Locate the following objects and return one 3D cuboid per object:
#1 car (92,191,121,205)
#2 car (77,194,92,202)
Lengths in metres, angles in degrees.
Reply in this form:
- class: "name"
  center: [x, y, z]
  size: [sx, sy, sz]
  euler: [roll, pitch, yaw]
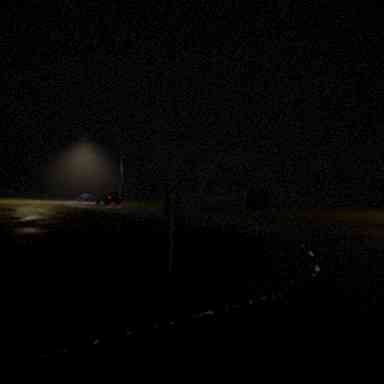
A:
- class: "car"
  center: [-12.723, 0.915, 50.407]
  size: [2.150, 2.045, 5.566]
  euler: [2, -1, -36]
- class: "car"
  center: [-18.813, 1.049, 58.826]
  size: [1.812, 1.442, 4.674]
  euler: [2, 0, -36]
